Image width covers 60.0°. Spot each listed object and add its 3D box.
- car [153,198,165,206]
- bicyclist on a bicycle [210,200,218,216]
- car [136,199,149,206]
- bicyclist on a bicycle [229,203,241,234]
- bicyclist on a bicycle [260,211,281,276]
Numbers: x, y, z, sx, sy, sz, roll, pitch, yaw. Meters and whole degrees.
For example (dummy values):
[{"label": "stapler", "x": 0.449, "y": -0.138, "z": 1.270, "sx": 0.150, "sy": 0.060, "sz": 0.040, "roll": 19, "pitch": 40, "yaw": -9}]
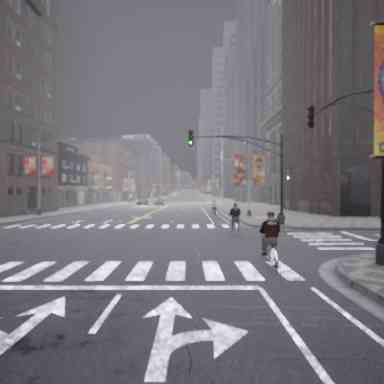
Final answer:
[{"label": "car", "x": -6.442, "y": 1.943, "z": 65.402, "sx": 1.837, "sy": 1.490, "sz": 4.892, "roll": 0, "pitch": 0, "yaw": 0}, {"label": "bicyclist on a bicycle", "x": 2.280, "y": 1.660, "z": 33.873, "sx": 0.866, "sy": 1.612, "sz": 1.509, "roll": 0, "pitch": 0, "yaw": 0}, {"label": "car", "x": -9.692, "y": 1.996, "z": 65.405, "sx": 1.994, "sy": 1.385, "sz": 4.181, "roll": 0, "pitch": 0, "yaw": 0}, {"label": "bicyclist on a bicycle", "x": 2.260, "y": 1.443, "z": 17.561, "sx": 0.659, "sy": 1.776, "sz": 1.843, "roll": 0, "pitch": 1, "yaw": 0}, {"label": "bicyclist on a bicycle", "x": 2.258, "y": 1.432, "z": 9.747, "sx": 0.659, "sy": 1.776, "sz": 1.843, "roll": 0, "pitch": 0, "yaw": 0}]
